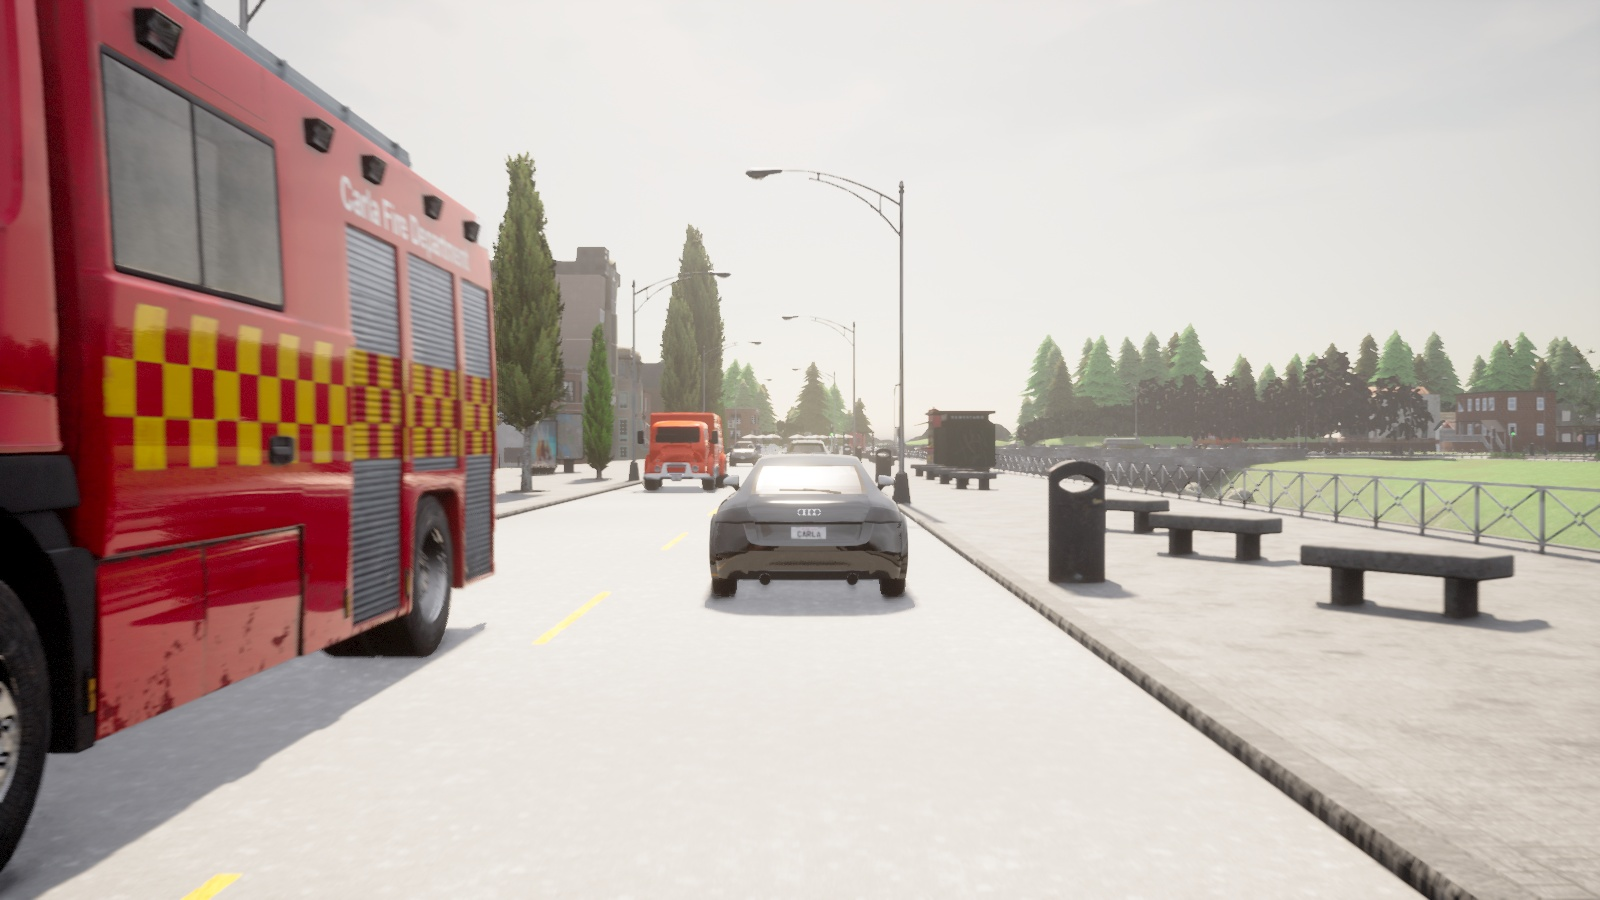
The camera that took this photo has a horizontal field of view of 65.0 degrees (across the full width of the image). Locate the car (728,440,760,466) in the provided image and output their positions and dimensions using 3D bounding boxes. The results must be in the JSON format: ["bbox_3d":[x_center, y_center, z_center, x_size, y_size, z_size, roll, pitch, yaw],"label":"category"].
[{"bbox_3d":[-3.542,0.193,79.663,1.851,1.617,3.988,0,0,0],"label":"car"}]

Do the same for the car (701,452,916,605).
[{"bbox_3d":[0.092,0.733,13.747,1.994,1.385,4.181,0,0,0],"label":"car"}]

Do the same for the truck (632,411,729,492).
[{"bbox_3d":[-3.759,0.027,40.686,2.627,2.467,5.204,0,0,0],"label":"truck"}]

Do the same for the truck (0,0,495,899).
[{"bbox_3d":[-3.951,-0.455,5.982,2.891,3.827,8.468,0,0,0],"label":"truck"}]

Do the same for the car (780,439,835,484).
[{"bbox_3d":[0.283,0.405,48.285,2.033,1.649,4.856,0,0,0],"label":"car"}]
